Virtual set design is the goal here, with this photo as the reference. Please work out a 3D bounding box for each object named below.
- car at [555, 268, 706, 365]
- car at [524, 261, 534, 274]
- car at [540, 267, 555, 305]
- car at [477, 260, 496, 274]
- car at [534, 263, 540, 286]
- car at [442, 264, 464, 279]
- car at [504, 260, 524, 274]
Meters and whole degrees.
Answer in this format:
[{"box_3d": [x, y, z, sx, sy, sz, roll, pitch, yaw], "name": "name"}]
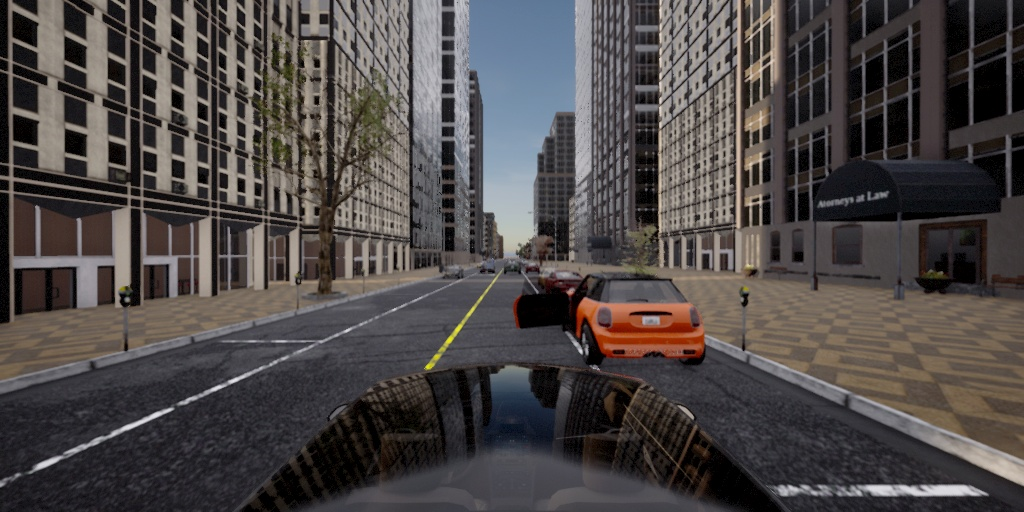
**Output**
[{"box_3d": [2.381, 1.138, 8.269, 2.097, 1.767, 4.553, 0, 0, 0], "name": "car"}, {"box_3d": [2.634, 1.536, 46.532, 1.888, 1.381, 4.507, 0, 0, 0], "name": "car"}, {"box_3d": [2.669, 1.386, 18.318, 1.888, 1.381, 4.507, 0, 0, 0], "name": "car"}, {"box_3d": [-3.061, 1.536, 46.148, 2.033, 1.411, 5.357, 0, 0, 0], "name": "car"}, {"box_3d": [2.662, 1.396, 24.130, 1.751, 1.417, 4.829, 0, 0, 0], "name": "car"}, {"box_3d": [-5.733, 1.481, 35.225, 2.007, 1.370, 4.403, 0, 0, 0], "name": "car"}, {"box_3d": [0.044, 1.334, 45.051, 2.097, 1.767, 4.553, 0, 0, -1], "name": "car"}]
